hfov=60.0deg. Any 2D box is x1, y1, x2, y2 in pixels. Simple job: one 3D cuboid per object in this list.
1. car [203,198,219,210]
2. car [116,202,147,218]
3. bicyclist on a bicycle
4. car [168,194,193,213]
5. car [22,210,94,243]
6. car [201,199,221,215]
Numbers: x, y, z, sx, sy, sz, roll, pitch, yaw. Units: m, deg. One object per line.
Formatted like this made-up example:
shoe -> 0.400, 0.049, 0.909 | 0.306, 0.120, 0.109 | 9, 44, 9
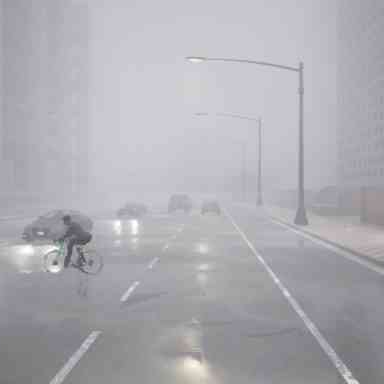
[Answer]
car -> 2.541, 1.564, 44.721 | 1.994, 1.385, 4.181 | 0, 0, 3
car -> -5.442, 1.601, 30.396 | 1.895, 1.301, 4.718 | 0, 0, 4
bicyclist on a bicycle -> -3.208, 1.453, 8.961 | 1.656, 1.620, 0.582 | 0, 0, 3
car -> -1.388, 1.221, 37.692 | 2.150, 2.045, 5.566 | 0, 0, 3
car -> -6.266, 1.564, 16.013 | 1.994, 1.385, 4.181 | 0, 0, 3
car -> 1.959, 1.491, 34.379 | 2.128, 1.511, 4.902 | 0, 0, 3
